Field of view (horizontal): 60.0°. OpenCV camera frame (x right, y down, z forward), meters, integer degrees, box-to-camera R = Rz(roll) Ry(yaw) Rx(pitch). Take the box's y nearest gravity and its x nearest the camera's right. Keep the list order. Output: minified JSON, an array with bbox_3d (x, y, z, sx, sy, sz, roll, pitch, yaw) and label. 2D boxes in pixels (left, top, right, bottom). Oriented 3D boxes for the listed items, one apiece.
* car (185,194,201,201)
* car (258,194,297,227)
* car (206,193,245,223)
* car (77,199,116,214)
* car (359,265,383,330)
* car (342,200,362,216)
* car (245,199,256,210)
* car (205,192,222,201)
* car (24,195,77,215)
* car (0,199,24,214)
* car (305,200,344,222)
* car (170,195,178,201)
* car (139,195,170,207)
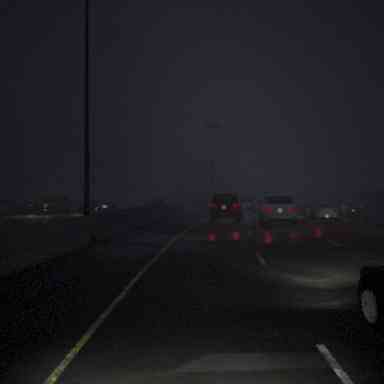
[{"bbox_3d":[0.306,1.251,71.834,1.837,1.490,4.892,0,0,26],"label":"car"},{"bbox_3d":[5.765,1.158,22.670,2.150,2.045,5.566,0,0,10],"label":"car"},{"bbox_3d":[2.619,1.141,24.885,2.150,2.045,5.566,0,0,10],"label":"car"},{"bbox_3d":[-9.848,1.420,34.526,2.033,1.411,5.357,0,0,13],"label":"car"},{"bbox_3d":[3.779,1.471,3.811,1.882,1.535,5.008,0,0,2],"label":"car"},{"bbox_3d":[14.962,1.448,31.910,1.812,1.442,4.674,0,0,14],"label":"car"},{"bbox_3d":[6.859,1.479,41.606,1.895,1.301,4.718,0,0,17],"label":"car"},{"bbox_3d":[4.835,0.989,72.907,2.097,1.767,4.553,0,0,28],"label":"car"},{"bbox_3d":[-13.791,1.224,32.685,2.097,1.767,4.553,0,0,13],"label":"car"},{"bbox_3d":[-17.716,1.397,31.101,1.812,1.442,4.674,0,0,12],"label":"car"},{"bbox_3d":[9.876,1.460,25.460,1.812,1.442,4.674,0,0,11],"label":"car"},{"bbox_3d":[-4.835,1.353,69.390,1.895,1.301,4.718,0,0,26],"label":"car"},{"bbox_3d":[-4.754,1.356,40.065,2.128,1.511,4.902,0,0,16],"label":"car"}]
